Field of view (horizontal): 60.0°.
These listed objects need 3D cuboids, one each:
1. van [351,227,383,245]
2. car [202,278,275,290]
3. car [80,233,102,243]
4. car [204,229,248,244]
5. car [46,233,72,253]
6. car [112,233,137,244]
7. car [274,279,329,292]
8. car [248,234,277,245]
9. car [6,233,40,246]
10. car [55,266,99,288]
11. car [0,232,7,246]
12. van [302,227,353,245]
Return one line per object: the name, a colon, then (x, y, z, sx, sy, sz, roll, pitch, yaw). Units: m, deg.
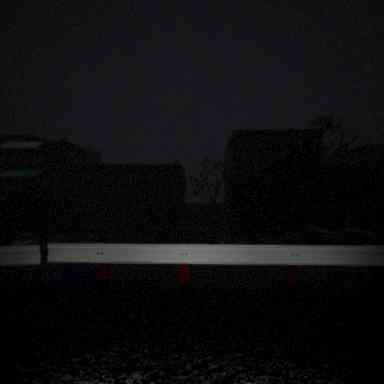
van: (14.531, 4.273, 29.429, 1.878, 1.987, 4.442, 0, 0, -18)
car: (1.664, 4.552, 12.786, 2.185, 1.767, 4.553, 0, 1, -18)
car: (-9.155, 4.484, 30.212, 1.946, 1.575, 5.366, 0, 0, -18)
car: (2.733, 4.368, 29.709, 2.185, 1.767, 4.553, 0, 0, -18)
car: (-12.042, 4.485, 30.130, 2.097, 1.535, 5.008, 0, 0, -18)
car: (-6.116, 4.518, 29.926, 2.163, 1.488, 4.792, 0, 0, -18)
car: (4.692, 4.553, 12.702, 2.185, 1.767, 4.553, 0, 1, -18)
car: (5.705, 4.496, 29.589, 2.231, 1.521, 4.892, 0, 0, -18)
car: (-15.069, 4.481, 30.393, 1.946, 1.575, 5.366, 0, 0, -18)
car: (-4.360, 4.424, 12.910, 2.435, 2.045, 5.566, 0, 1, -18)
car: (-17.969, 4.481, 30.308, 2.097, 1.535, 5.008, 0, 0, -18)
van: (11.574, 4.272, 29.520, 1.878, 1.987, 4.442, 0, 0, -18)
